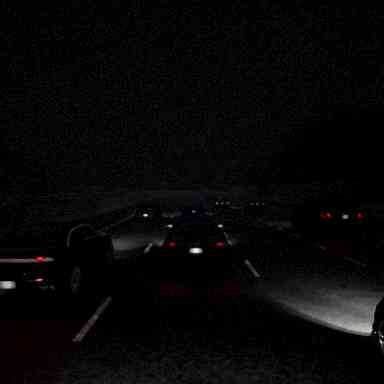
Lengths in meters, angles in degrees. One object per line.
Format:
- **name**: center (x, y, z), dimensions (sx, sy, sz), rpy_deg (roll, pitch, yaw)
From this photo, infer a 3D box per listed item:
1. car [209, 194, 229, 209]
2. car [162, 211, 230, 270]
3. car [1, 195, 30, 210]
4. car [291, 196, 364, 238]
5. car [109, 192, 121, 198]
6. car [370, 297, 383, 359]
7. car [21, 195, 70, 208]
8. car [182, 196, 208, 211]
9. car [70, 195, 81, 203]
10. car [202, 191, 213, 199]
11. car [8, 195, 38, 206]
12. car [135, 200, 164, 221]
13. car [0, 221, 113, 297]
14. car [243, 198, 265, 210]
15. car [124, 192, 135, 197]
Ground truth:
- **car**: center (3.533, 1.325, 41.188), dimensions (2.033, 1.411, 5.357), rpy_deg (0, 1, 0)
- **car**: center (0.110, 1.557, 11.017), dimensions (1.994, 1.385, 4.181), rpy_deg (0, 0, 0)
- **car**: center (-17.566, 1.319, 34.176), dimensions (1.882, 1.535, 5.008), rpy_deg (0, 1, 0)
- **car**: center (6.996, 1.191, 17.729), dimensions (2.150, 2.045, 5.566), rpy_deg (0, 1, 1)
- **car**: center (-17.439, 0.666, 75.432), dimensions (1.882, 1.535, 5.008), rpy_deg (0, 1, 0)
- **car**: center (3.504, 1.568, 2.979), dimensions (1.994, 1.385, 4.181), rpy_deg (0, 0, 0)
- **car**: center (-14.070, 1.349, 32.351), dimensions (2.128, 1.511, 4.902), rpy_deg (0, 1, 0)
- **car**: center (0.123, 1.368, 28.666), dimensions (1.882, 1.535, 5.008), rpy_deg (0, 1, 0)
- **car**: center (-20.985, 1.196, 57.535), dimensions (1.895, 1.301, 4.718), rpy_deg (0, 1, 1)
- **car**: center (3.556, 0.922, 68.898), dimensions (1.882, 1.535, 5.008), rpy_deg (0, 1, 0)
- **car**: center (-24.524, 1.205, 48.395), dimensions (1.837, 1.490, 4.892), rpy_deg (0, 1, 1)
- **car**: center (-3.379, 1.412, 26.616), dimensions (1.837, 1.490, 4.892), rpy_deg (0, 0, 0)
- **car**: center (-3.393, 1.489, 8.543), dimensions (2.128, 1.511, 4.902), rpy_deg (0, 0, 0)
- **car**: center (7.126, 1.348, 38.703), dimensions (2.033, 1.411, 5.357), rpy_deg (0, 1, 0)
- **car**: center (-13.941, 0.781, 74.599), dimensions (1.812, 1.442, 4.674), rpy_deg (0, 1, 0)
